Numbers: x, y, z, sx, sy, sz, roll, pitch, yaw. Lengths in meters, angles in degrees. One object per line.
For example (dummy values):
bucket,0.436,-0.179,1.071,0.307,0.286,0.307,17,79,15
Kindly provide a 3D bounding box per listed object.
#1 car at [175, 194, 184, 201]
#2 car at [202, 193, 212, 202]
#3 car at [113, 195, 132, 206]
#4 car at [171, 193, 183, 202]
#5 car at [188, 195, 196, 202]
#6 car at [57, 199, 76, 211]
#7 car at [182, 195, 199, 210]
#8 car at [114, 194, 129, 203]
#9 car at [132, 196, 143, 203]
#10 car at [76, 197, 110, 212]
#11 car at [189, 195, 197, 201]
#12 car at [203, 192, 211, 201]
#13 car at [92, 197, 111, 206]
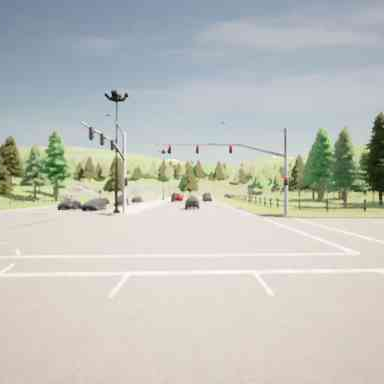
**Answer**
car,-3.221,1.405,84.850,1.882,1.535,5.008,0,0,2
car,3.554,1.524,74.070,2.033,1.411,5.357,0,0,1
car,-11.569,1.495,54.178,1.837,1.490,4.892,0,0,0
car,-3.446,1.208,74.105,2.150,2.045,5.566,0,0,1
car,0.057,1.463,74.487,1.882,1.535,5.008,0,0,1
car,-15.081,1.557,41.233,1.994,1.385,4.181,0,0,0
car,0.010,1.497,43.468,1.837,1.490,4.892,0,0,0
car,-14.977,1.343,70.826,2.097,1.767,4.553,0,0,0
car,-11.480,1.528,69.787,2.033,1.411,5.357,0,0,0
car,-11.587,1.541,39.540,2.033,1.411,5.357,0,0,0
car,0.278,1.452,84.757,2.128,1.511,4.902,0,0,2
car,3.777,1.152,84.694,2.150,2.045,5.566,0,0,2
car,-15.064,1.554,55.293,1.994,1.385,4.181,0,0,0
